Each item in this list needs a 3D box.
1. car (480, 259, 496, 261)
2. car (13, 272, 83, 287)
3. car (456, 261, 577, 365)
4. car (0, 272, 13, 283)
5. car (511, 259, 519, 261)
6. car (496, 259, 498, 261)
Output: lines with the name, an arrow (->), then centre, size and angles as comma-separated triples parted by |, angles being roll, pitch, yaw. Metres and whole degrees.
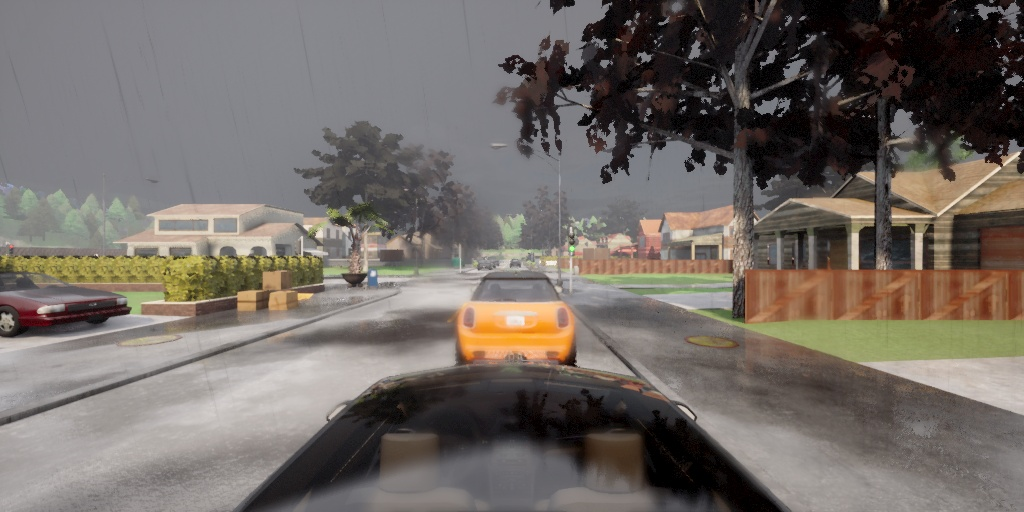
car -> -3.704, 1.254, 49.907 | 1.837, 1.490, 4.892 | 0, 0, 1
car -> -33.340, 1.313, 26.569 | 4.181, 1.385, 1.994 | 0, 0, 1
car -> 0.101, 1.101, 8.072 | 2.097, 1.767, 4.553 | 0, 0, 1
car -> -44.662, 1.313, 30.862 | 4.181, 1.385, 1.994 | 0, 0, 1
car -> 0.615, 1.274, 64.634 | 1.812, 1.442, 4.674 | 0, 0, 0
car -> -3.614, 1.240, 59.246 | 2.128, 1.511, 4.902 | 0, 0, 1
